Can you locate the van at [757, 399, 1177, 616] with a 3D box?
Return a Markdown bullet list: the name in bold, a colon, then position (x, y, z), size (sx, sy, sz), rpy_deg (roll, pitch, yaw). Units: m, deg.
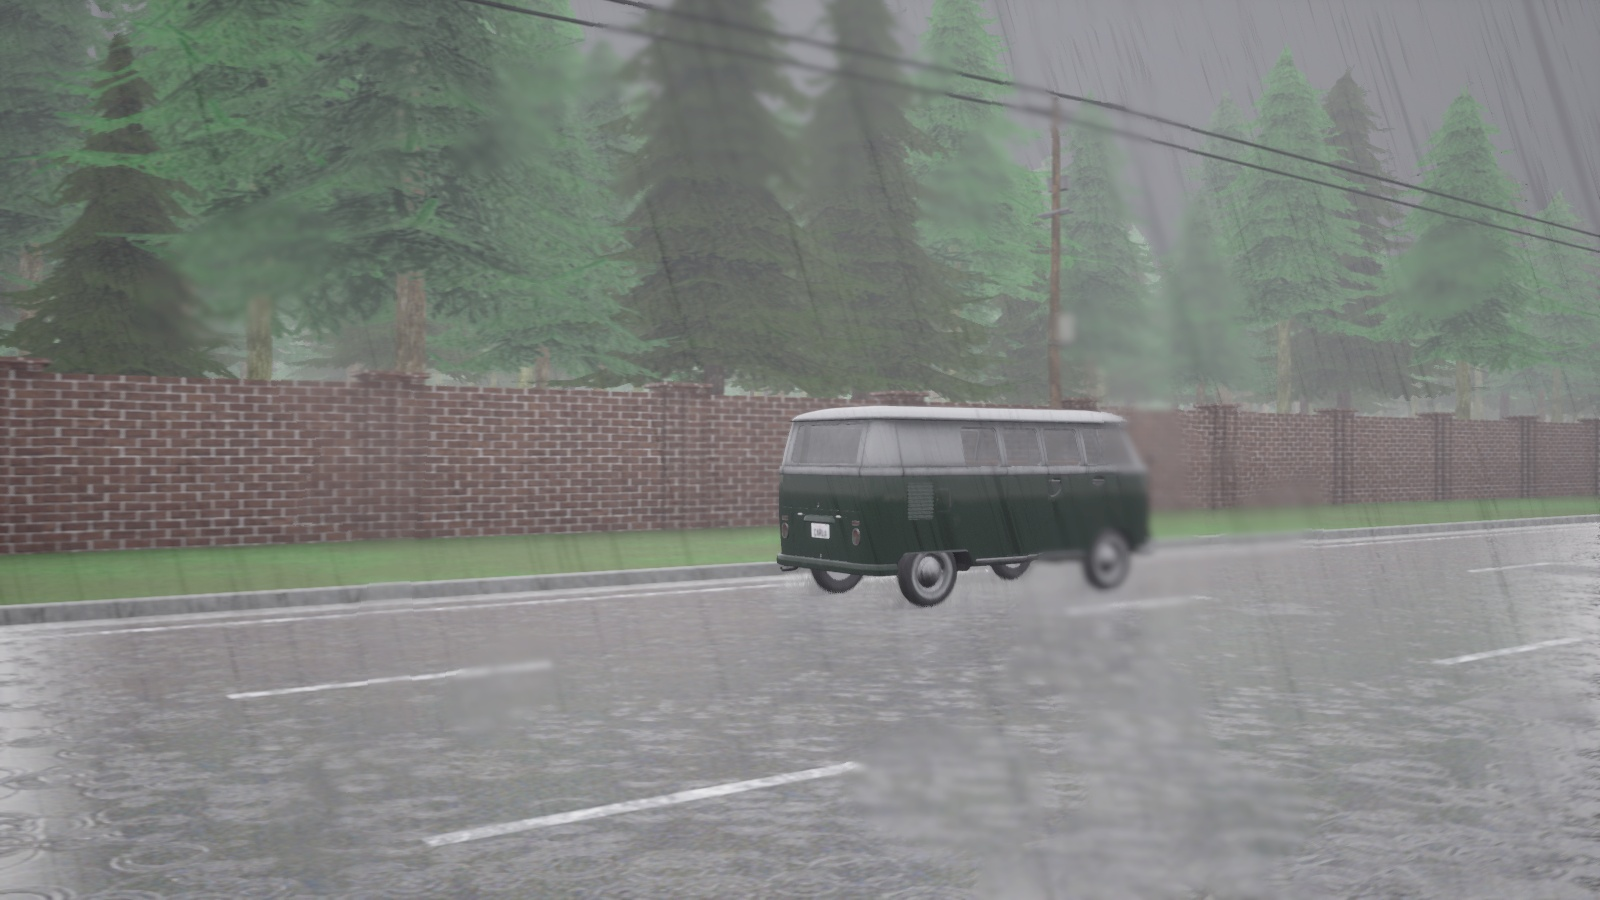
- **van**: position (1.885, 0.527, 13.500), size (4.442, 1.987, 1.775), rpy_deg (0, 0, -35)
